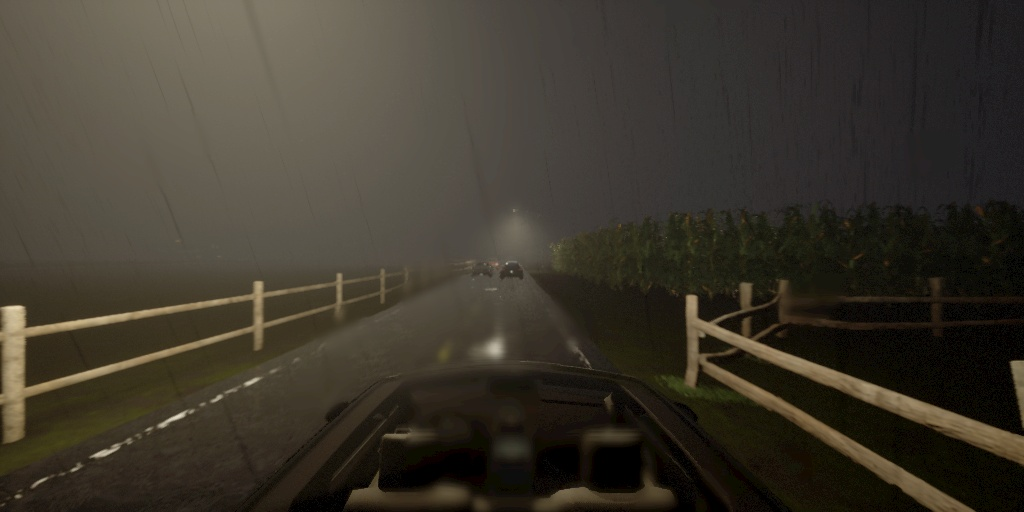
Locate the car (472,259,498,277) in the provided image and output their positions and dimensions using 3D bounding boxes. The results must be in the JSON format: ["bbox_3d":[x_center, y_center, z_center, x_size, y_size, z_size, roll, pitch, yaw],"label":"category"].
[{"bbox_3d":[-2.757,1.265,34.866,2.033,1.411,5.357,0,0,0],"label":"car"}]

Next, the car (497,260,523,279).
[{"bbox_3d":[-0.002,1.286,31.833,1.994,1.385,4.181,0,0,1],"label":"car"}]
